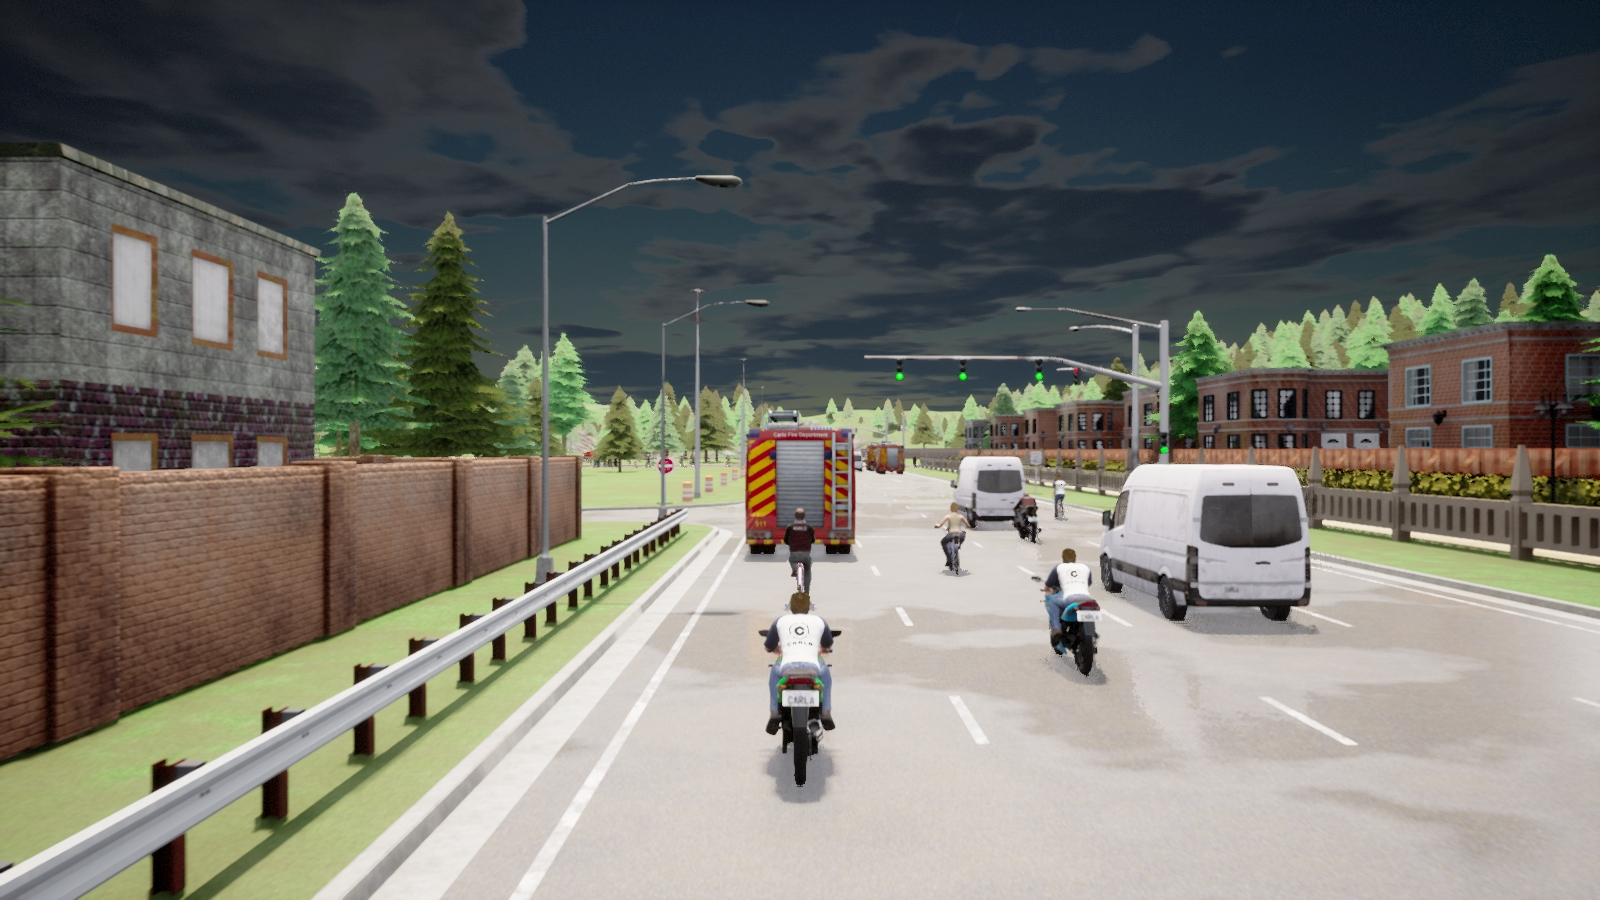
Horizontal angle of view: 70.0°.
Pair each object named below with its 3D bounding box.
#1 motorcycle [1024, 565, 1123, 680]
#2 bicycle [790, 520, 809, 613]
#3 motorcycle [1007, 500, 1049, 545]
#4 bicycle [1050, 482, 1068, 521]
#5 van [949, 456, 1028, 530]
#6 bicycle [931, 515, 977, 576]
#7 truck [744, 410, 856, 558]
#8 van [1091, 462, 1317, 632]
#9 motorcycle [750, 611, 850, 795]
[{"bbox_3d":[3.501,2.184,14.803,0.803,1.199,2.033,0,0,0],"label":"motorcycle"},{"bbox_3d":[-0.005,2.058,20.583,0.329,1.471,1.835,0,0,0],"label":"bicycle"},{"bbox_3d":[7.002,2.201,35.228,0.867,1.251,2.209,0,0,0],"label":"motorcycle"},{"bbox_3d":[10.398,2.052,45.928,0.373,1.496,1.643,0,0,1],"label":"bicycle"},{"bbox_3d":[6.999,1.531,42.967,1.988,2.561,5.915,0,0,0],"label":"van"},{"bbox_3d":[3.502,2.155,26.101,0.859,1.277,1.487,0,0,0],"label":"bicycle"},{"bbox_3d":[-0.003,0.887,33.824,2.891,3.827,8.468,0,0,0],"label":"truck"},{"bbox_3d":[6.997,1.533,20.605,1.988,2.561,5.915,0,0,0],"label":"van"},{"bbox_3d":[0.000,2.185,10.229,0.803,1.199,2.033,0,0,0],"label":"motorcycle"}]
